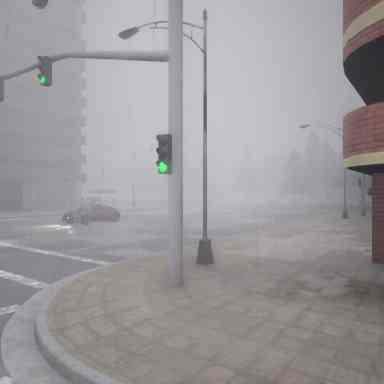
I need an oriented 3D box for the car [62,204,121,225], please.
[{"bbox_3d":[-7.214,1.564,24.121,1.994,1.385,4.181,0,0,36],"label":"car"}]
